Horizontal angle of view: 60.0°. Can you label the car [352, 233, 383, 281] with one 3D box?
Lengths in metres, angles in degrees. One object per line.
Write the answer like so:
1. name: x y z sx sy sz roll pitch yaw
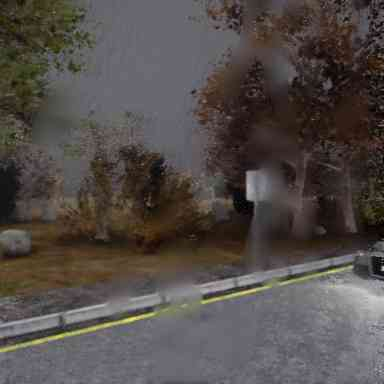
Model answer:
1. car: 6.102 1.589 8.763 4.181 1.385 1.994 0 0 -35
